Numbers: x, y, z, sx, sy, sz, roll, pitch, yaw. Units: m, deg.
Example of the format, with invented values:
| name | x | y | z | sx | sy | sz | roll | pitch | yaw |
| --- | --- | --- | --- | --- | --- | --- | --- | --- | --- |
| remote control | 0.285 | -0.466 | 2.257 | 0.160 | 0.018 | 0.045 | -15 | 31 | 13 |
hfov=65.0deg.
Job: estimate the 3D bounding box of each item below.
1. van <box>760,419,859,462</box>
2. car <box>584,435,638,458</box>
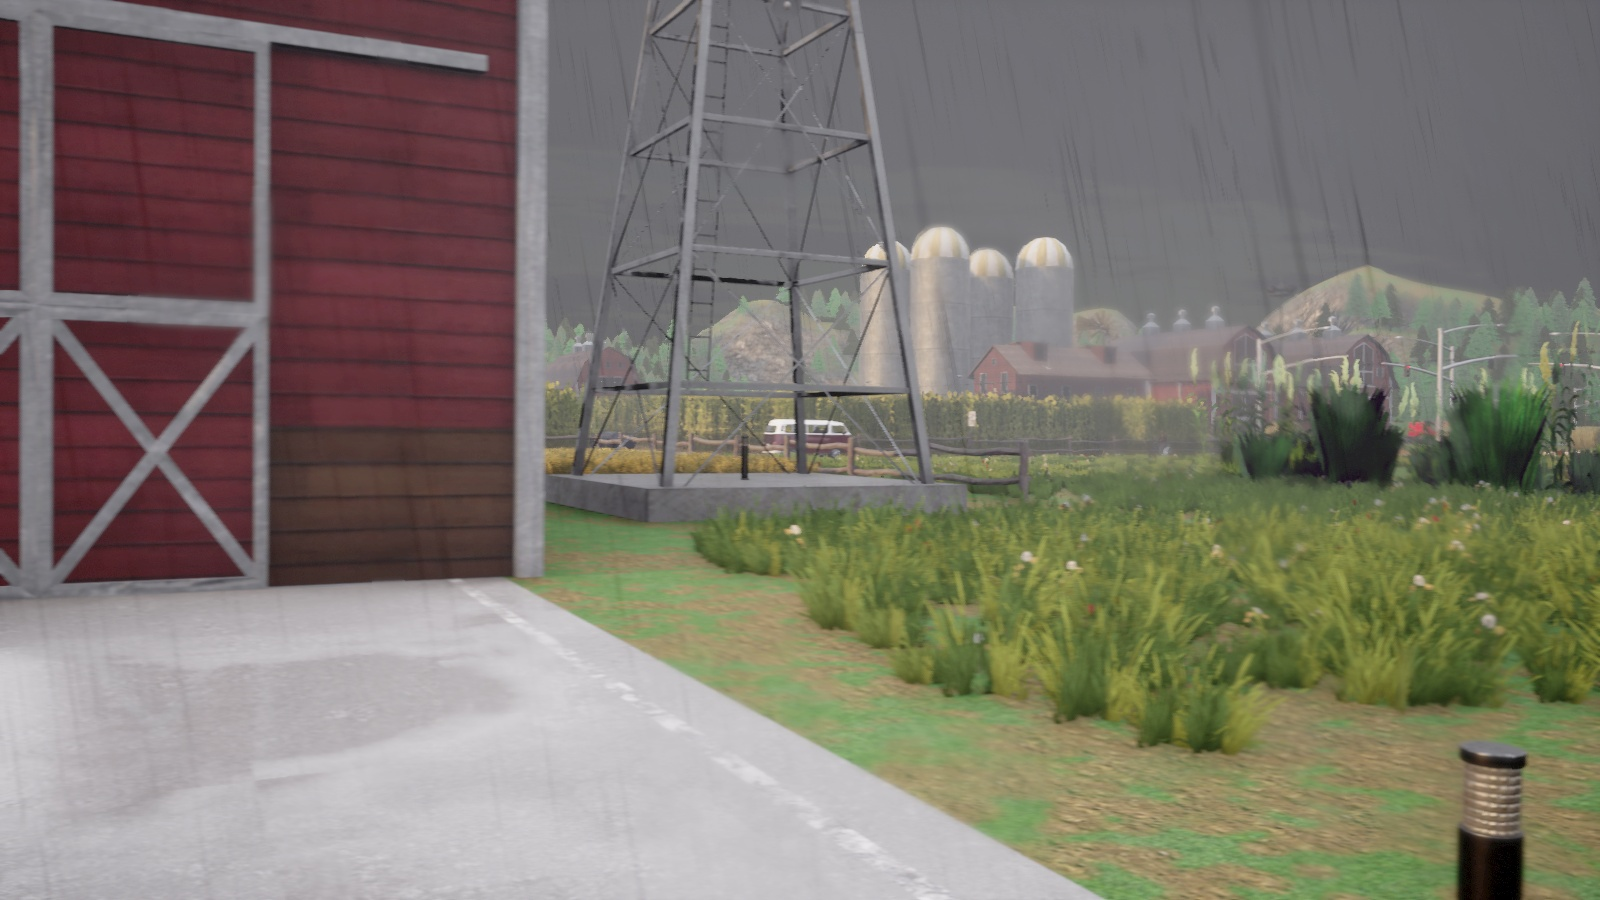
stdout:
| name | x | y | z | sx | sy | sz | roll | pitch | yaw |
| --- | --- | --- | --- | --- | --- | --- | --- | --- | --- |
| van | 0.476 | -0.502 | 62.593 | 4.480 | 2.038 | 2.069 | -1 | 1 | -26 |
| car | -11.587 | -0.224 | 76.691 | 1.895 | 1.301 | 4.718 | -1 | 1 | -26 |
